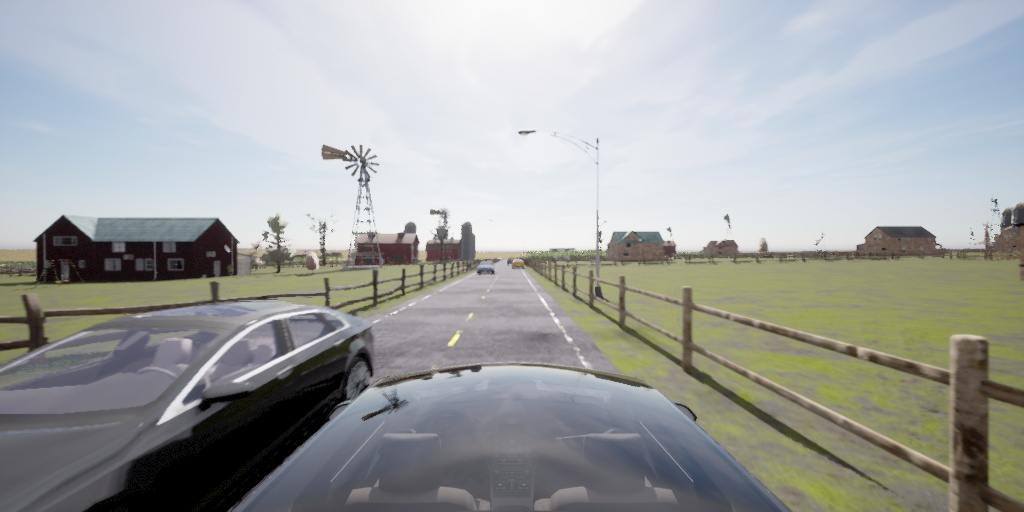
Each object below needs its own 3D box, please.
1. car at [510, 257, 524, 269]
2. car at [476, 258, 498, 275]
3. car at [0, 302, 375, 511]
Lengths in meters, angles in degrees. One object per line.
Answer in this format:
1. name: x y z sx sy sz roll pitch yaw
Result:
1. car: 0.968 1.241 57.470 1.882 1.535 5.008 0 0 0
2. car: -2.834 1.275 39.785 1.812 1.442 4.674 0 0 0
3. car: -2.839 1.242 3.143 2.128 1.511 4.902 0 0 0
